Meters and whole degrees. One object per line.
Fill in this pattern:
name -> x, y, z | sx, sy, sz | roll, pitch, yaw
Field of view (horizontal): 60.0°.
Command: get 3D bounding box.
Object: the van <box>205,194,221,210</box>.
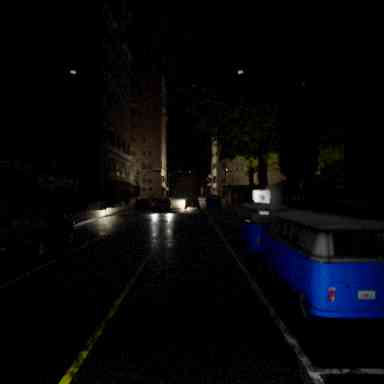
van -> 2.667, 1.264, 40.876 | 1.690, 1.788, 3.998 | 0, 0, 0

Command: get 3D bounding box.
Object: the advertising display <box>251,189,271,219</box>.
advertising display -> 5.628, 0.982, 27.021 | 1.540, 2.440, 0.280 | 0, 0, 0

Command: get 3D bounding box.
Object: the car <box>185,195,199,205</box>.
car -> -0.007, 1.368, 56.529 | 2.128, 1.511, 4.902 | 0, 0, 0

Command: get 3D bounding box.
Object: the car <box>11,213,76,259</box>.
car -> -5.856, 1.528, 12.561 | 1.887, 1.381, 4.507 | 0, 0, 0

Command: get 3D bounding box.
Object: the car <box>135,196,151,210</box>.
car -> -5.859, 1.489, 40.865 | 1.947, 1.339, 4.313 | 0, 0, 0

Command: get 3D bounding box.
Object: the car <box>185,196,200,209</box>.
car -> 0.058, 1.392, 44.175 | 1.882, 1.535, 5.008 | 0, 0, 1

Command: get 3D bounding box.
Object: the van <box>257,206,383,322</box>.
van -> 2.670, 1.332, 6.929 | 1.690, 1.788, 3.998 | 0, 0, 0

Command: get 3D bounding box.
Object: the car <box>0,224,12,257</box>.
car -> -5.856, 1.573, 6.901 | 1.802, 1.307, 4.206 | 0, 0, 0

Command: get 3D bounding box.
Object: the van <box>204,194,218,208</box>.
van -> 2.667, 1.249, 46.534 | 1.690, 1.788, 3.998 | 0, 0, 0

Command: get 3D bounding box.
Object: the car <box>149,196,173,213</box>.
car -> -3.100, 1.442, 35.796 | 1.837, 1.490, 4.892 | 0, 0, 0

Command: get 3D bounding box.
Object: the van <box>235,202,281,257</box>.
van -> 2.670, 1.324, 12.588 | 1.690, 1.788, 3.998 | 0, 0, 0
